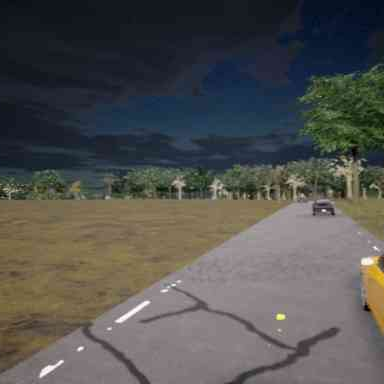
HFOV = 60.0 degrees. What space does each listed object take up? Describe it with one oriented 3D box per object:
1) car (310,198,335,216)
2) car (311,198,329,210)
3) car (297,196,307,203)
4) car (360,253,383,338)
[{"bbox_3d":[11.987,1.328,30.488,1.837,1.490,4.892,-2,0,20],"label":"car"},{"bbox_3d":[15.626,1.407,40.610,1.895,1.301,4.718,-2,-1,21],"label":"car"},{"bbox_3d":[22.178,1.489,66.878,2.033,1.411,5.357,-2,-1,20],"label":"car"},{"bbox_3d":[3.456,1.399,4.333,1.882,1.535,5.008,-2,0,20],"label":"car"}]
